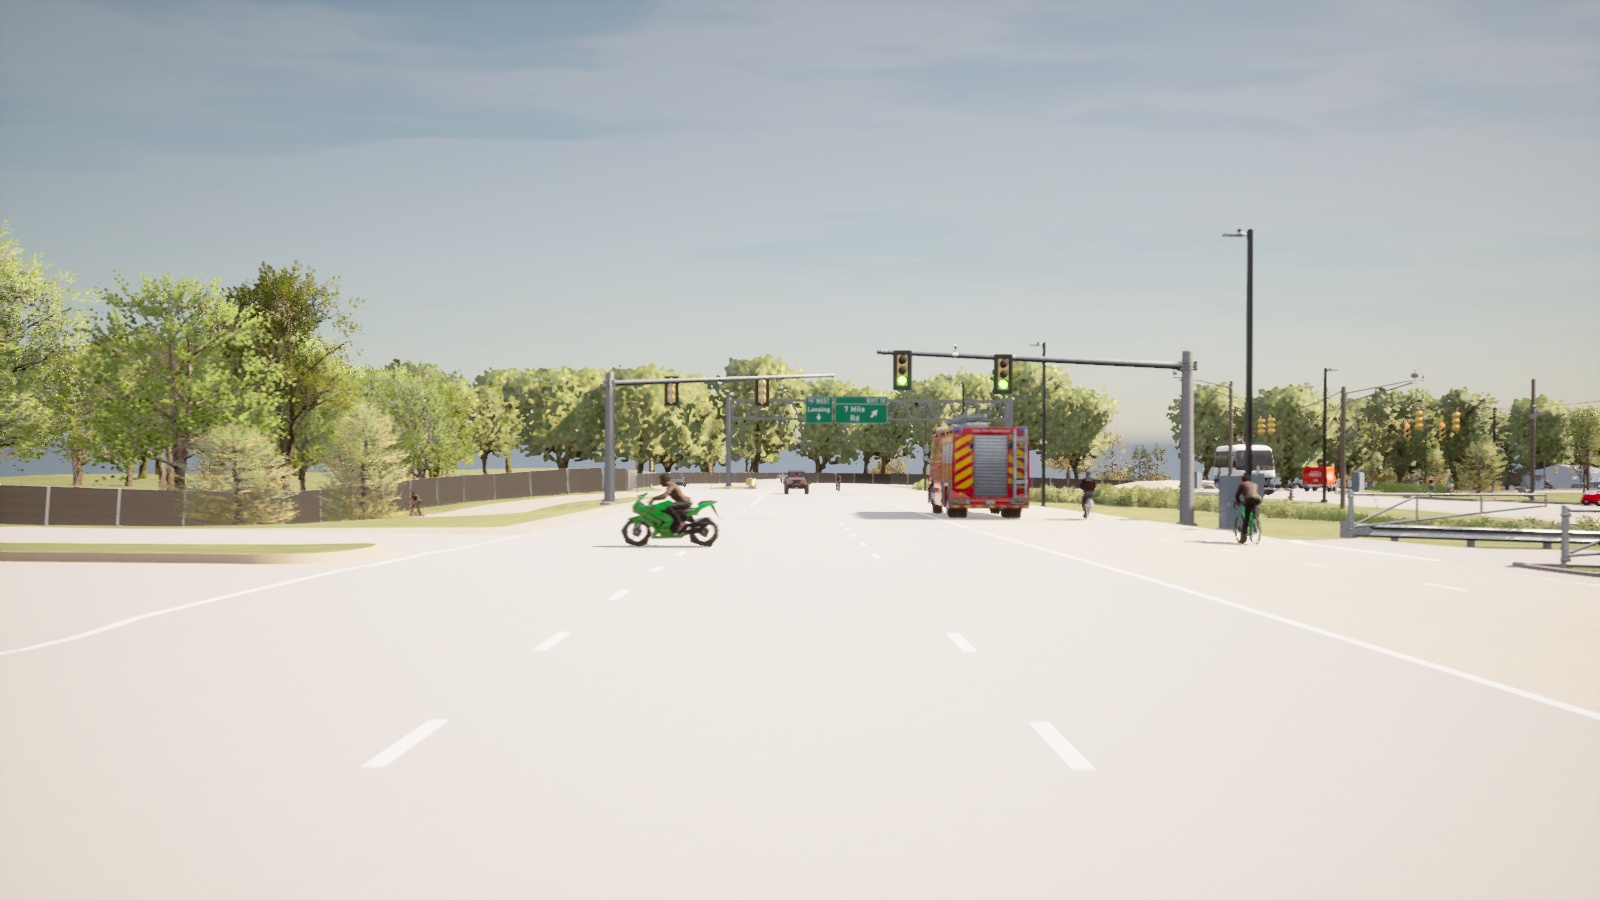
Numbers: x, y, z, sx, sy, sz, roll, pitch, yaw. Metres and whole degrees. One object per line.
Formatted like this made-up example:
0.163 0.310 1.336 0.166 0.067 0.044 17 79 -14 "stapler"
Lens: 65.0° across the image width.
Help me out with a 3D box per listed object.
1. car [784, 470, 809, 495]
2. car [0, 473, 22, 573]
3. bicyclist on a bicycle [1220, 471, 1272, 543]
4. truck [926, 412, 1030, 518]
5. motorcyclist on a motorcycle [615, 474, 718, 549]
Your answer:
-0.243 2.522 98.597 1.905 1.878 3.866 0 -1 0 "car"
-14.393 1.091 18.258 4.792 1.488 2.163 0 -1 0 "car"
10.437 1.322 29.436 0.582 1.620 1.656 2 -2 0 "bicyclist on a bicycle"
6.873 0.615 49.797 2.891 3.827 8.468 0 -1 0 "truck"
-2.745 1.268 26.001 2.044 1.523 0.797 0 -1 -1 "motorcyclist on a motorcycle"
